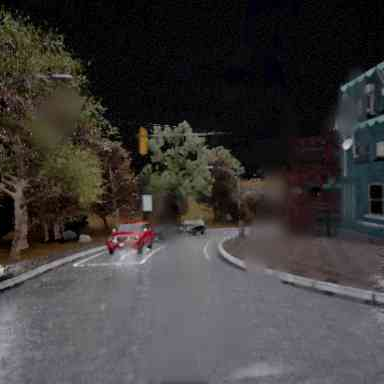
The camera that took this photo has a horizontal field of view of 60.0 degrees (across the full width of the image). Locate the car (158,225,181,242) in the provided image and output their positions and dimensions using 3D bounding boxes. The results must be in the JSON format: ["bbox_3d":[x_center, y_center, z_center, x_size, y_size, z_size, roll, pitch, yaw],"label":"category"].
[{"bbox_3d":[-2.882,4.257,33.518,1.895,1.301,4.718,-1,-4,12],"label":"car"}]

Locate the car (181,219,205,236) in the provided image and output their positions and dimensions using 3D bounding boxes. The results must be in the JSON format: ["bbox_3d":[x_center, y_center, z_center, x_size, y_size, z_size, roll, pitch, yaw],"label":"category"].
[{"bbox_3d":[0.049,4.608,43.722,2.150,2.045,5.566,-1,-4,20],"label":"car"}]

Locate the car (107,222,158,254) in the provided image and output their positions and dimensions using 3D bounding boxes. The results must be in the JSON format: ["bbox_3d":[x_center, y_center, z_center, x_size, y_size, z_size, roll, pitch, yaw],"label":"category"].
[{"bbox_3d":[-4.183,3.145,23.513,2.150,2.045,5.566,-2,-4,4],"label":"car"}]
